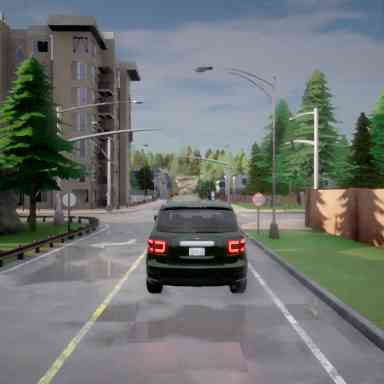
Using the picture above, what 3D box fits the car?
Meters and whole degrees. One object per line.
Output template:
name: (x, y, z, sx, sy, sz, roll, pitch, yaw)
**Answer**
car: (0.098, 1.221, 8.979, 2.150, 2.045, 5.566, 0, 0, 0)
